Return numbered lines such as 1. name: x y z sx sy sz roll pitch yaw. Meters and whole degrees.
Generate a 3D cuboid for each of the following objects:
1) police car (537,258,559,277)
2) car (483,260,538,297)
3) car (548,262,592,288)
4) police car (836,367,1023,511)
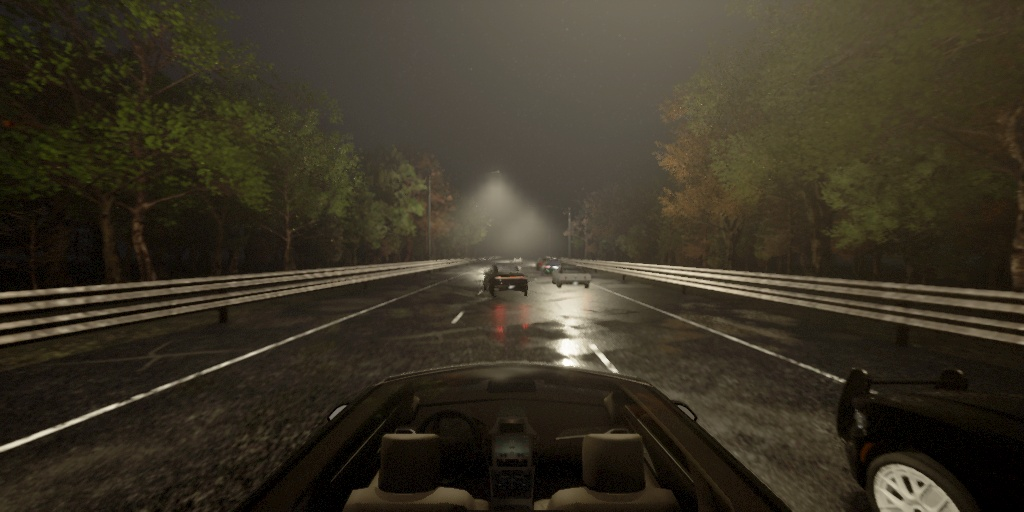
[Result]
1. police car: 3.768 1.117 33.535 2.038 1.542 4.974 0 0 1
2. car: -0.357 1.170 18.331 2.128 1.511 4.902 0 0 -8
3. car: 3.622 1.261 22.611 1.895 1.301 4.718 0 0 1
4. police car: 3.499 1.180 0.780 1.930 1.638 5.238 0 0 0
